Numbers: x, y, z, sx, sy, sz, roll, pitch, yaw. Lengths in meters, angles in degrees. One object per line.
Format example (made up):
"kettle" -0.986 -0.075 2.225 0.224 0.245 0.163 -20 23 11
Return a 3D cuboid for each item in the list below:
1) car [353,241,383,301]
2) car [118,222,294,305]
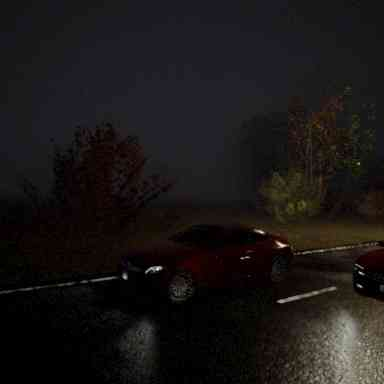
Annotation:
"car" 5.740 1.642 7.775 5.008 1.535 1.882 2 1 -36
"car" 0.554 1.487 8.074 4.674 1.442 1.812 2 1 -35
